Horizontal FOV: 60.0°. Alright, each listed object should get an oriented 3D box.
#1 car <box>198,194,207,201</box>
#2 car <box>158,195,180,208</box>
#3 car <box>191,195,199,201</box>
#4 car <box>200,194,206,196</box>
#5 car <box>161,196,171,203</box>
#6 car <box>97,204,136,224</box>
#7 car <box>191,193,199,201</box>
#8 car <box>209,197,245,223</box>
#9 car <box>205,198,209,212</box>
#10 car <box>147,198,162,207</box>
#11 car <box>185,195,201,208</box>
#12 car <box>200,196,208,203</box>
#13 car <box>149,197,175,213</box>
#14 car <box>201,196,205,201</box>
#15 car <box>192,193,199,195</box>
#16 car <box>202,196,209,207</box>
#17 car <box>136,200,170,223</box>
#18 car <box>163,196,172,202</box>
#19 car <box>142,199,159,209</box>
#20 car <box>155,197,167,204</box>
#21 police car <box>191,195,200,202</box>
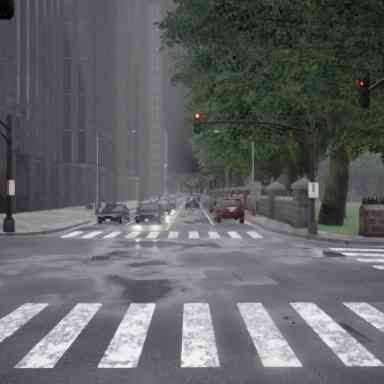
[{"bbox_3d":[2.650,1.399,85.146,2.192,1.841,5.009,0,0,0],"label":"car"},{"bbox_3d":[-3.150,1.524,45.528,2.128,1.511,4.902,0,0,0],"label":"car"},{"bbox_3d":[0.786,1.591,85.778,1.837,1.490,4.892,0,0,0],"label":"car"},{"bbox_3d":[2.694,1.481,52.407,1.967,1.590,4.097,0,0,0],"label":"car"},{"bbox_3d":[-5.861,1.611,74.217,1.887,1.381,4.507,0,0,0],"label":"car"},{"bbox_3d":[-5.795,1.576,25.104,1.947,1.339,4.313,0,0,0],"label":"car"},{"bbox_3d":[0.779,1.320,91.808,2.150,2.045,5.566,0,0,0],"label":"car"},{"bbox_3d":[2.730,1.326,25.125,2.192,1.841,5.009,0,0,0],"label":"car"},{"bbox_3d":[2.716,1.588,36.037,1.947,1.339,4.313,0,0,0],"label":"car"},{"bbox_3d":[-5.831,1.622,52.389,1.802,1.307,4.206,0,0,0],"label":"car"},{"bbox_3d":[0.035,1.561,47.770,1.812,1.442,4.674,0,0,0],"label":"car"},{"bbox_3d":[2.664,1.592,74.403,1.752,1.417,4.829,0,0,0],"label":"car"},{"bbox_3d":[-3.132,1.547,35.261,1.812,1.442,4.674,0,0,0],"label":"car"},{"bbox_3d":[2.701,1.585,46.950,2.008,1.369,4.403,0,0,0],"label":"car"},{"bbox_3d":[0.004,1.409,65.027,2.097,1.767,4.553,0,0,0],"label":"car"},{"bbox_3d":[2.708,1.579,41.493,2.008,1.369,4.403,0,0,0],"label":"car"},{"bbox_3d":[-3.134,1.559,25.623,2.033,1.411,5.357,0,0,0],"label":"car"},{"bbox_3d":[-5.868,1.620,79.674,1.887,1.381,4.507,0,0,0],"label":"car"},{"bbox_3d":[-5.824,1.616,46.932,1.802,1.307,4.206,0,0,0],"label":"car"},{"bbox_3d":[-5.846,1.635,63.303,1.802,1.307,4.206,0,0,0],"label":"car"},{"bbox_3d":[0.800,1.495,75.888,1.930,1.638,5.238,0,0,0],"label":"police car"}]
